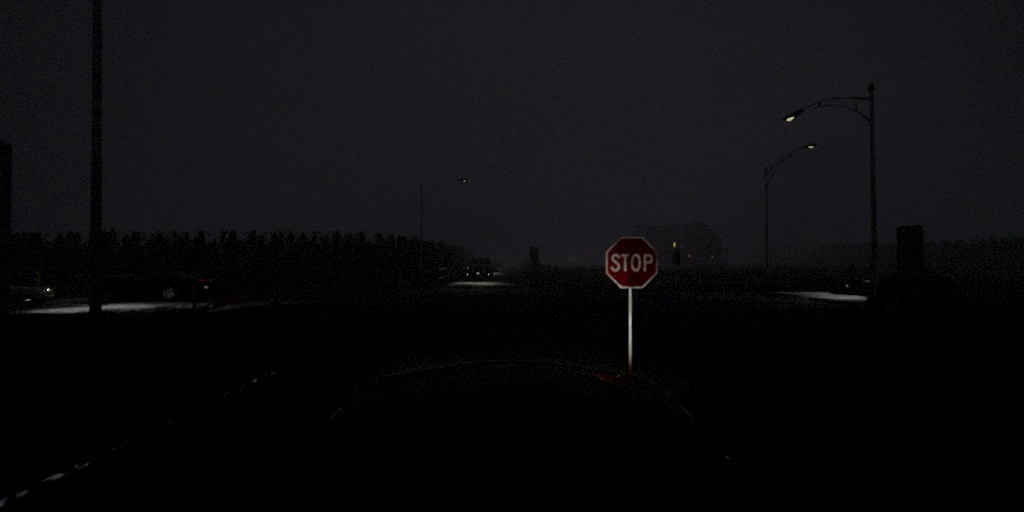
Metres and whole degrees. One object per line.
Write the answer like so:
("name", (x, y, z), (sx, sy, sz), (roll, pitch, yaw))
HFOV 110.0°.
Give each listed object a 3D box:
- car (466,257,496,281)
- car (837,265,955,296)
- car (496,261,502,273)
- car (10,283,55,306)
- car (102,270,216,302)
("car", (-2.895, 1.141, 33.049), (2.150, 2.045, 5.566), (0, 0, 0))
("car", (18.992, 1.182, 17.805), (4.674, 1.442, 1.812), (-1, 0, 1))
("car", (-2.911, 1.567, 49.645), (2.033, 1.411, 5.357), (0, 0, 0))
("car", (-23.105, 1.614, 15.508), (4.718, 1.301, 1.895), (-1, 0, 1))
("car", (-18.081, 1.469, 18.367), (5.008, 1.535, 1.882), (-1, -1, 1))
